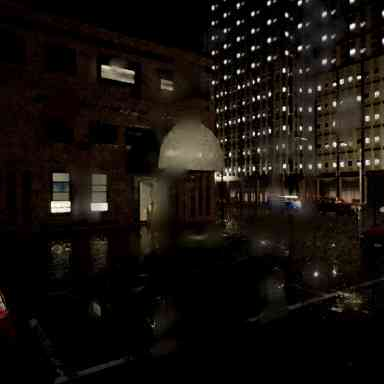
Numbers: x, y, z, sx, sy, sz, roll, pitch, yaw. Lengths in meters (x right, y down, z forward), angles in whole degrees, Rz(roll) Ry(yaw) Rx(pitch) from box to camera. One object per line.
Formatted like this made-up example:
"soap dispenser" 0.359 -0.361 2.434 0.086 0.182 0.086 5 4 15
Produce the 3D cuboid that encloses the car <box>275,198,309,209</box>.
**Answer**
"car" 13.689 1.514 45.632 1.802 1.307 4.206 0 0 -35

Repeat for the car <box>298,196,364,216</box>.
"car" 13.136 1.308 31.748 2.192 1.841 5.009 0 0 -35

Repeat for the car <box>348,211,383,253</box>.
"car" 8.045 1.543 12.440 4.507 1.381 1.887 0 0 -35

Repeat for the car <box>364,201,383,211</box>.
"car" 20.017 1.499 36.535 2.008 1.369 4.403 0 0 -35

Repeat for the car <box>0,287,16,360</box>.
"car" -4.268 1.440 3.526 4.097 1.590 1.967 0 0 -35

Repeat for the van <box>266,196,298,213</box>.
"van" 9.972 1.326 36.297 1.690 1.788 3.998 0 0 -35

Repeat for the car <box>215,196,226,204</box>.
"car" 4.099 1.437 59.417 1.752 1.417 4.829 0 0 -35

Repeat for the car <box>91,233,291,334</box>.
"car" 0.199 1.565 6.774 4.313 1.339 1.947 0 0 -35
